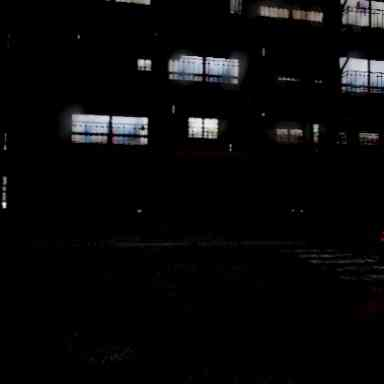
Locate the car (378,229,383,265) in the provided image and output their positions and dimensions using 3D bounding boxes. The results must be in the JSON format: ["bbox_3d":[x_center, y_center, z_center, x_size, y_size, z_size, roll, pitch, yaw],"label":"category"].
[{"bbox_3d":[7.614,1.332,8.317,5.566,2.045,2.150,0,-1,-8],"label":"car"}]
